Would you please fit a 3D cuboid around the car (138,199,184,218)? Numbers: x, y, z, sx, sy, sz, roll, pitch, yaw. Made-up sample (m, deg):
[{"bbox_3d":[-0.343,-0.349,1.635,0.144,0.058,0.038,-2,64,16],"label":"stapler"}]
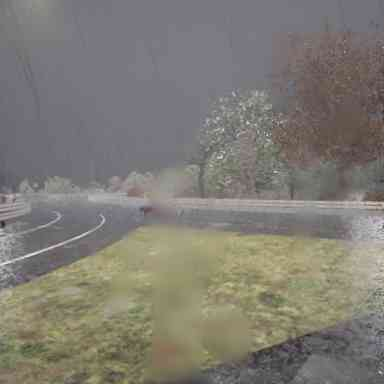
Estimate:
[{"bbox_3d":[-2.748,1.340,28.538,4.674,1.442,1.812,0,0,43],"label":"car"}]
